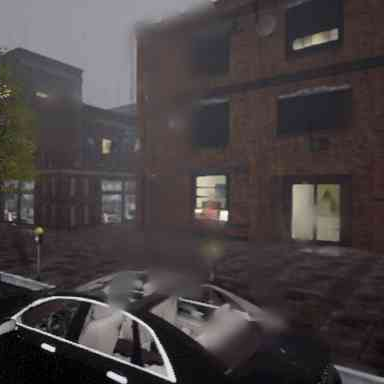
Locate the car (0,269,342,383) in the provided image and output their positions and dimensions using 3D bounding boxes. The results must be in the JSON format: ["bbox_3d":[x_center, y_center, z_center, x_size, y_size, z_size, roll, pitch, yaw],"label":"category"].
[{"bbox_3d":[-0.795,1.556,3.588,4.403,1.369,2.008,0,1,35],"label":"car"}]
